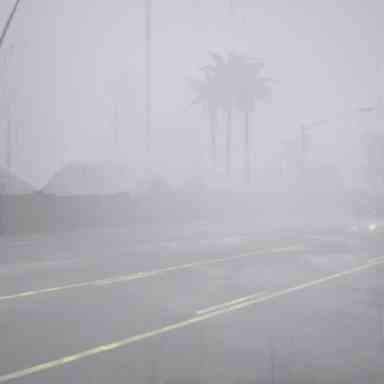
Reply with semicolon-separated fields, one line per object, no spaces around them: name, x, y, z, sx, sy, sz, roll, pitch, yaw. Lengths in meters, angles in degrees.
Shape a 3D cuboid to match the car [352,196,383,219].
car;17.372;1.375;31.433;5.566;2.045;2.150;0;-1;-39
